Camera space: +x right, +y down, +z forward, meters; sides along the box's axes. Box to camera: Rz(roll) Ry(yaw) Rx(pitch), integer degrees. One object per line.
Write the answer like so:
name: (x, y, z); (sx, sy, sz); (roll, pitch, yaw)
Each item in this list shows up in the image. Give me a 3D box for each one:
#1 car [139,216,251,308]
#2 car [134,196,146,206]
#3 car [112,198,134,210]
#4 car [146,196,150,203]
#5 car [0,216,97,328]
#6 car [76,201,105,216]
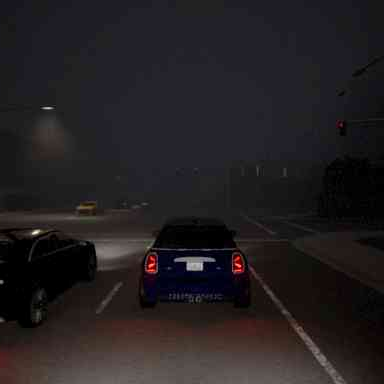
car: (0.057, 1.363, 8.112); (2.097, 1.767, 4.553); (0, 0, 0)
car: (-10.677, 1.825, 63.263); (2.128, 1.511, 4.902); (0, 0, 0)
car: (-10.698, 1.736, 50.744); (2.097, 1.767, 4.553); (0, -1, -1)
car: (-10.648, 1.696, 74.494); (2.128, 1.511, 4.902); (0, 1, 0)
car: (-3.448, 1.503, 6.971); (2.128, 1.511, 4.902); (0, 0, 0)
car: (-10.665, 1.733, 35.104); (1.882, 1.535, 5.008); (0, -1, 0)
